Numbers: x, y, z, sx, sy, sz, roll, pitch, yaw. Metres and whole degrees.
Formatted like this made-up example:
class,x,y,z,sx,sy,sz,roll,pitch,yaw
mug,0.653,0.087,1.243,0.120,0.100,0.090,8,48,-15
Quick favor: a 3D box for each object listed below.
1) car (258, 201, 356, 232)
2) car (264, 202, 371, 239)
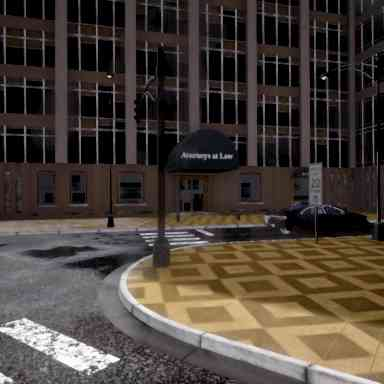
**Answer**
class,x,y,z,sx,sy,sz,roll,pitch,yaw
car,6.484,1.314,18.922,4.902,1.511,2.128,0,0,-14
car,6.087,1.309,15.887,4.902,1.511,2.128,0,0,-14
